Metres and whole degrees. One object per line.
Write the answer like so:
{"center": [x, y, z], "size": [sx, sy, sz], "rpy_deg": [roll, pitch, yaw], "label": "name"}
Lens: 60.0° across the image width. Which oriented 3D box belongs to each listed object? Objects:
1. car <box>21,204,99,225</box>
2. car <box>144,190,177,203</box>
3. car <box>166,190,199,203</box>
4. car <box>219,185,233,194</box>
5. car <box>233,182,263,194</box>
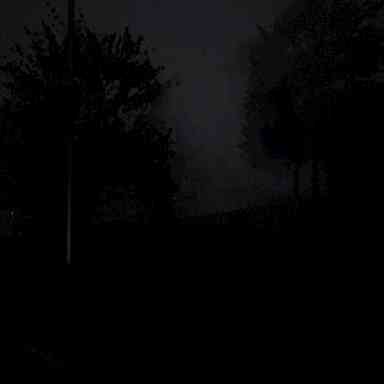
{"center": [-8.331, 1.201, 21.445], "size": [1.837, 1.490, 4.892], "rpy_deg": [1, 1, 39], "label": "car"}
{"center": [-4.056, 0.566, 43.754], "size": [1.994, 1.385, 4.181], "rpy_deg": [1, 3, 39], "label": "car"}
{"center": [-1.049, 0.544, 41.909], "size": [1.837, 1.490, 4.892], "rpy_deg": [1, 3, 39], "label": "car"}
{"center": [6.452, -0.464, 56.737], "size": [1.812, 1.442, 4.674], "rpy_deg": [1, 4, 38], "label": "car"}
{"center": [9.195, -0.520, 54.562], "size": [1.837, 1.490, 4.892], "rpy_deg": [1, 4, 38], "label": "car"}
